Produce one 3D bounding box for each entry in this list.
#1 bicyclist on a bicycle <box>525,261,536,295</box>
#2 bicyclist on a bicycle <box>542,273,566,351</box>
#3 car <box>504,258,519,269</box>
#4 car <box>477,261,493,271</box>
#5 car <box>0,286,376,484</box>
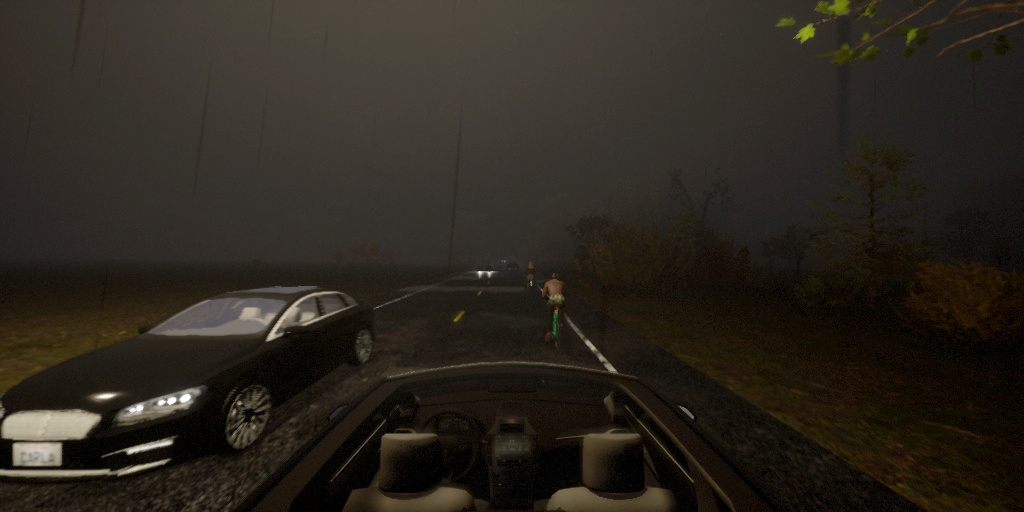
[{"bbox_3d":[0.964,1.127,18.636,0.659,1.776,1.843,0,0,0],"label":"bicyclist on a bicycle"},{"bbox_3d":[0.963,1.205,8.043,0.582,1.620,1.656,0,0,0],"label":"bicyclist on a bicycle"},{"bbox_3d":[0.108,1.337,57.856,1.994,1.385,4.181,0,0,0],"label":"car"},{"bbox_3d":[-3.585,1.333,48.358,1.994,1.385,4.181,0,0,0],"label":"car"},{"bbox_3d":[-3.601,1.243,5.171,2.128,1.511,4.902,0,0,0],"label":"car"}]
